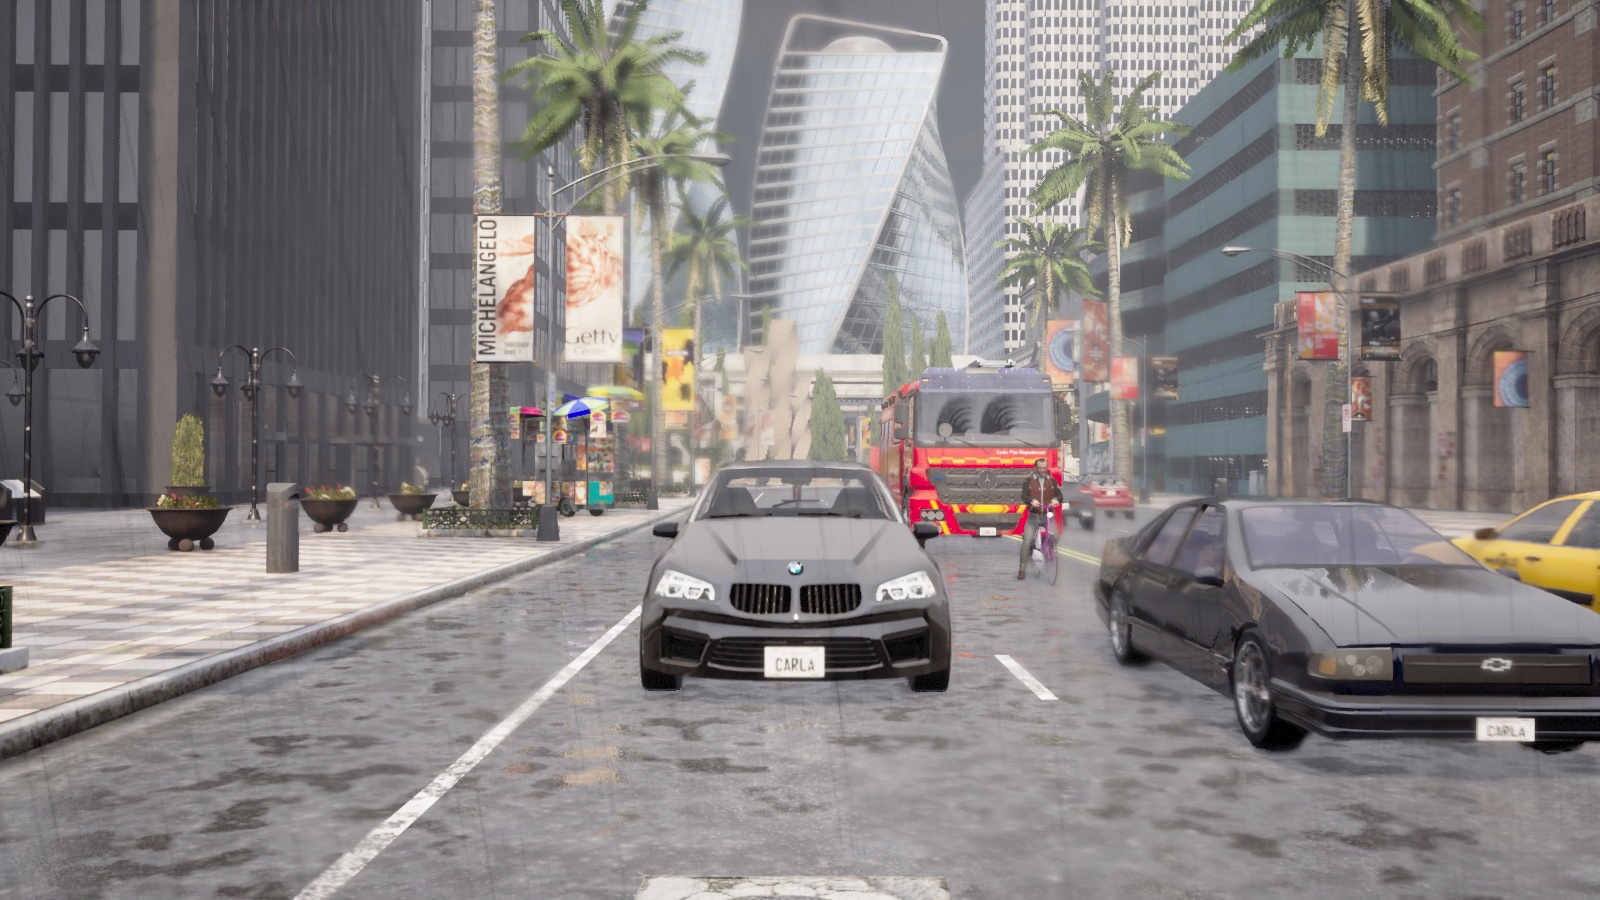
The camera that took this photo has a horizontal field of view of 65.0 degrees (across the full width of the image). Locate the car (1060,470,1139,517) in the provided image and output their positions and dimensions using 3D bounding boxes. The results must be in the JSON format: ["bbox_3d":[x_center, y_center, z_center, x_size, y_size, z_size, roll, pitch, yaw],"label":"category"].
[{"bbox_3d":[10.257,1.477,43.294,1.789,1.549,3.705,0,-1,-1],"label":"car"}]

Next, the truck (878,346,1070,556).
[{"bbox_3d":[3.446,0.092,27.189,2.891,3.827,8.468,0,-1,0],"label":"truck"}]

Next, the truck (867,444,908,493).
[{"bbox_3d":[6.537,1.360,92.775,2.891,3.462,7.936,0,-1,5],"label":"truck"}]

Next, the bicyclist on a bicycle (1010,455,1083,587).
[{"bbox_3d":[3.458,0.969,17.742,0.659,1.776,1.843,0,-1,0],"label":"bicyclist on a bicycle"}]

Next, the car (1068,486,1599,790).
[{"bbox_3d":[3.478,0.996,8.825,2.033,1.411,5.357,0,-1,0],"label":"car"}]

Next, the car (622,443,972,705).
[{"bbox_3d":[-0.027,0.833,10.365,2.242,1.667,4.611,0,-1,0],"label":"car"}]

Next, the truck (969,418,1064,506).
[{"bbox_3d":[10.041,0.600,59.152,2.891,3.827,8.468,0,-1,-1],"label":"truck"}]

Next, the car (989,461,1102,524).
[{"bbox_3d":[6.859,1.163,35.623,2.152,1.651,5.027,0,-1,-1],"label":"car"}]

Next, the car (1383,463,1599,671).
[{"bbox_3d":[6.973,0.900,10.375,1.801,1.575,5.366,0,-1,0],"label":"car"}]
